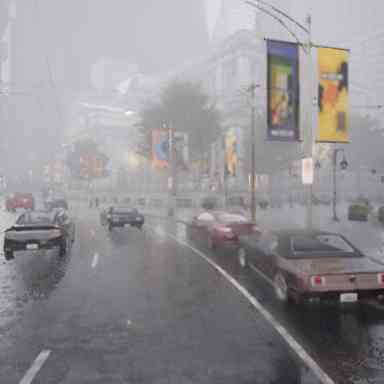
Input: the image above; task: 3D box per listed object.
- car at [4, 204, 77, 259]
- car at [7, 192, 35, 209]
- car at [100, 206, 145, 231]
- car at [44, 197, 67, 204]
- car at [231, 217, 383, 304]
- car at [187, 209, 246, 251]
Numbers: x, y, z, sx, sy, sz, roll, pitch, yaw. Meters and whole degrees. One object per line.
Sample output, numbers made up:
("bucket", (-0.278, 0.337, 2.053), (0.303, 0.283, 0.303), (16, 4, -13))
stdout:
("car", (-5.488, 1.423, 12.438), (2.128, 1.511, 4.902), (0, 0, -15))
("car", (-18.693, 1.041, 36.278), (2.150, 2.045, 5.566), (-1, 1, -36))
("car", (-4.262, 1.465, 19.607), (1.895, 1.301, 4.718), (-1, 1, -22))
("car", (-15.612, 1.290, 37.964), (1.837, 1.490, 4.892), (-1, 1, -35))
("car", (2.472, 1.512, 7.939), (1.895, 1.301, 4.718), (0, 0, -6))
("car", (1.134, 1.399, 13.511), (2.002, 1.452, 4.674), (-1, 0, -16))
